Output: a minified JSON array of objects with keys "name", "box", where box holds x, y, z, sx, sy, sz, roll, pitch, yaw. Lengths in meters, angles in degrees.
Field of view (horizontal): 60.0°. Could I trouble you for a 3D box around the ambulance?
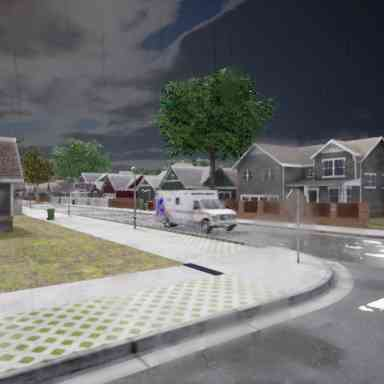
[{"name":"ambulance","box":[0.064,1.123,20.742,2.351,2.431,6.366,0,0,-35]}]
